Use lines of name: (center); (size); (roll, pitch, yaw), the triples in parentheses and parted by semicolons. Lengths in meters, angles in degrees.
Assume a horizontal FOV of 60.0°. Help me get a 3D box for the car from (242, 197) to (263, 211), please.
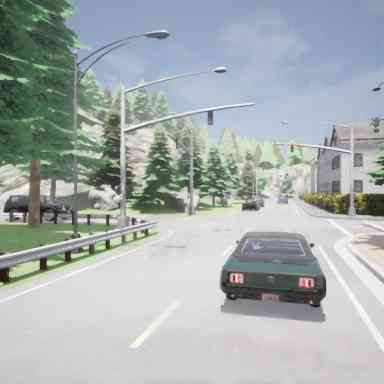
car: (7.332, 1.601, 41.207); (1.895, 1.301, 4.718); (0, 0, 16)

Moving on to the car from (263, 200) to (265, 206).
car: (10.072, 1.491, 51.024); (2.128, 1.511, 4.902); (0, 0, 16)

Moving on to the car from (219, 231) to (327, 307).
car: (1.986, 1.601, 8.067); (1.895, 1.301, 4.718); (0, 0, 15)

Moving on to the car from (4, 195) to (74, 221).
car: (-12.368, 1.237, 26.911); (5.566, 2.045, 2.150); (0, 0, 15)

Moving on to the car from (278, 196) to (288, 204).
car: (17.362, 1.547, 63.527); (2.033, 1.411, 5.357); (0, 0, 16)
